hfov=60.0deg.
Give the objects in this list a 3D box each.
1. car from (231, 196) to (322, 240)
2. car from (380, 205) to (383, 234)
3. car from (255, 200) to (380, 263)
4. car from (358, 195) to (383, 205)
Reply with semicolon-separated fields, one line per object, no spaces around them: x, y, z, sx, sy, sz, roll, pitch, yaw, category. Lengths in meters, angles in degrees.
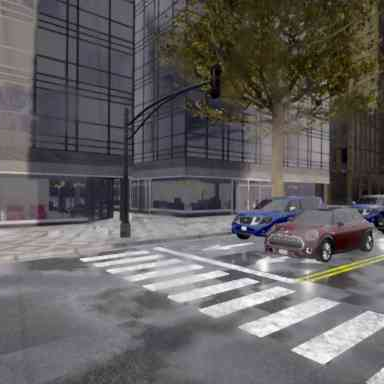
4.395;1.223;16.093;5.566;2.045;2.150;0;0;-39;car
12.076;1.553;18.100;5.357;1.411;2.033;0;0;-39;car
4.700;1.355;12.168;4.553;1.767;2.097;0;0;-39;car
12.477;1.224;22.588;5.566;2.045;2.150;0;0;-39;car
